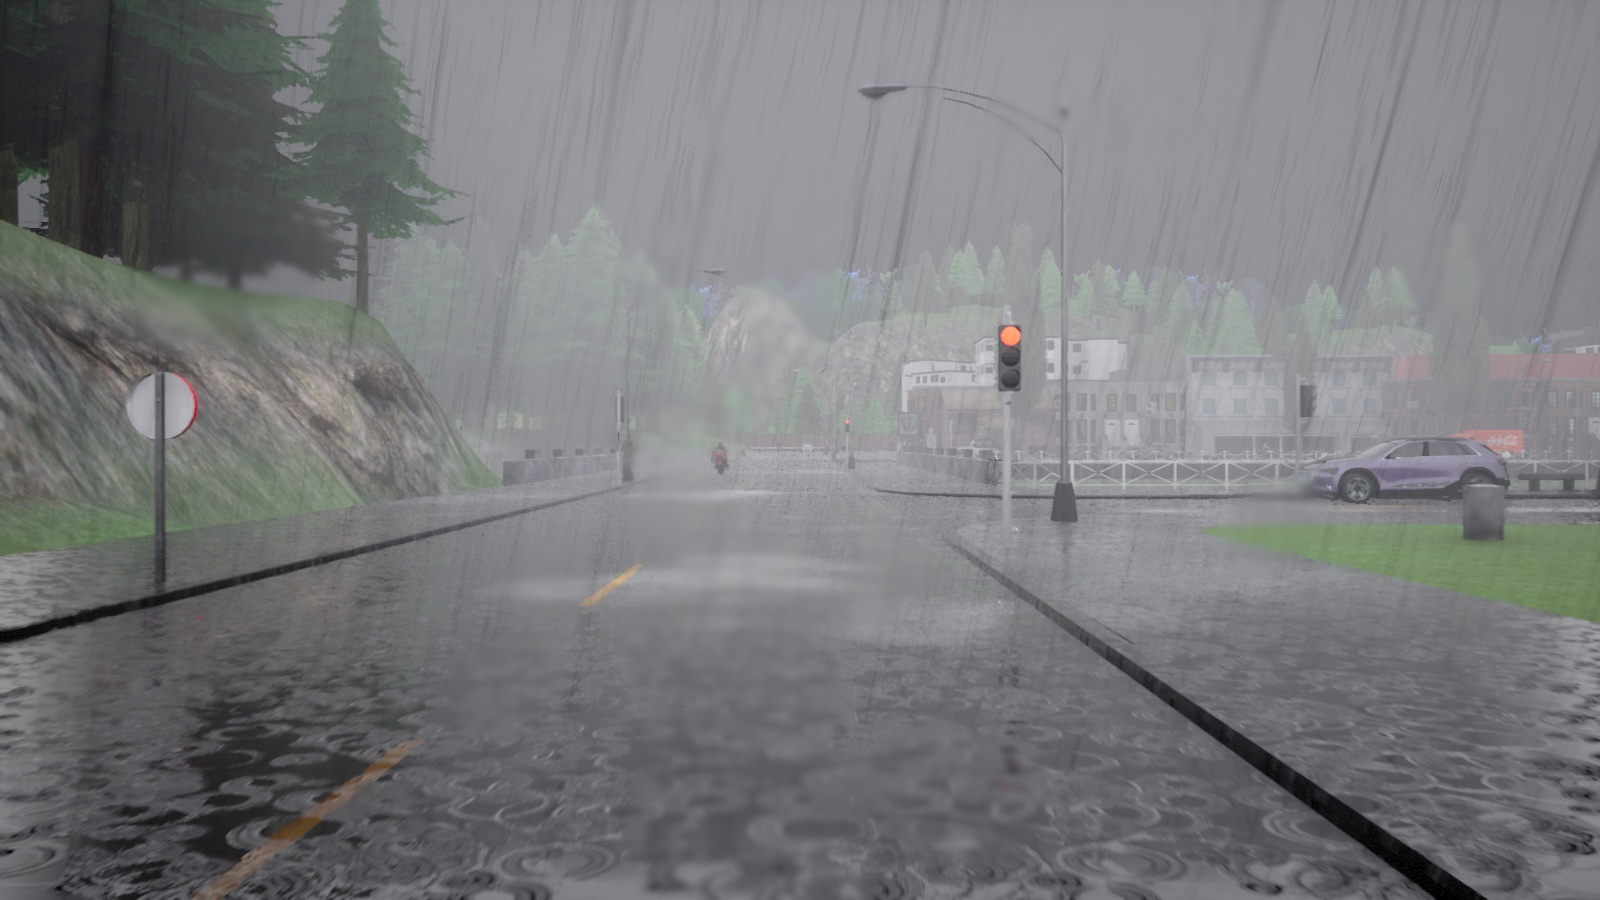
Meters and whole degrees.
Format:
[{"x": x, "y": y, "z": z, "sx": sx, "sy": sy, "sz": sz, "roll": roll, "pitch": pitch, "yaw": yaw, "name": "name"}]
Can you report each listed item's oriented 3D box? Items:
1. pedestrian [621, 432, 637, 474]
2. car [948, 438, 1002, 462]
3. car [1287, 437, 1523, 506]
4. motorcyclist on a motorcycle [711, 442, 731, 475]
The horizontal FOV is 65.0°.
[{"x": -7.611, "y": 0.136, "z": 55.811, "sx": 0.540, "sy": 1.848, "sz": 0.694, "roll": 0, "pitch": 0, "yaw": -23, "name": "pedestrian"}, {"x": 13.483, "y": 0.008, "z": 96.799, "sx": 3.866, "sy": 1.878, "sz": 1.905, "roll": 0, "pitch": 0, "yaw": 0, "name": "car"}, {"x": 14.906, "y": 0.513, "z": 31.147, "sx": 4.856, "sy": 1.649, "sz": 2.033, "roll": 0, "pitch": 0, "yaw": 0, "name": "car"}, {"x": -3.647, "y": 0.397, "z": 58.388, "sx": 0.797, "sy": 1.523, "sz": 2.044, "roll": 0, "pitch": 0, "yaw": 0, "name": "motorcyclist on a motorcycle"}]
